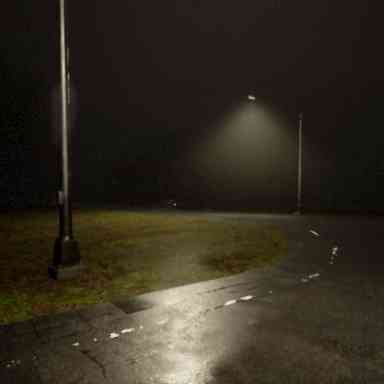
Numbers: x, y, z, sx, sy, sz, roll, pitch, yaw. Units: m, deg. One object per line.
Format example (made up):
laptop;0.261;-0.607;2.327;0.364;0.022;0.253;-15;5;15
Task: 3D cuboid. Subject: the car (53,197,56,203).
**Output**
car;-29.998;1.689;75.154;2.097;1.767;4.553;2;-2;-27

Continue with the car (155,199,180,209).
car;-3.365;1.624;44.821;1.994;1.385;4.181;3;-2;-35
